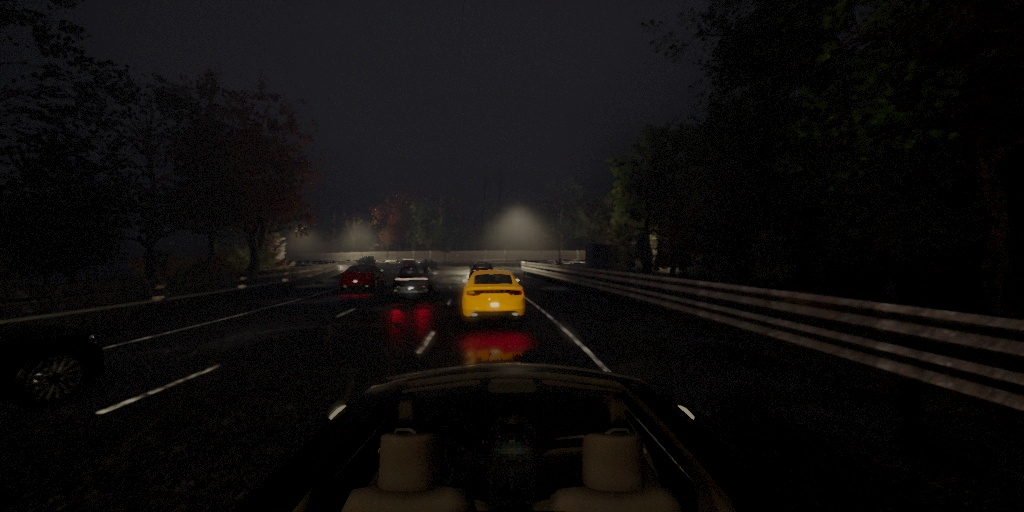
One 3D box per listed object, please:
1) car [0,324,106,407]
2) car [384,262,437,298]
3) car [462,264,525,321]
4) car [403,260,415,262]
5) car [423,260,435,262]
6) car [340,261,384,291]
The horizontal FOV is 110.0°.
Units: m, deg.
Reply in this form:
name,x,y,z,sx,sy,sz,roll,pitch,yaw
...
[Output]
name,x,y,z,sx,sy,sz,roll,pitch,yaw
car,-7.063,1.266,3.369,2.128,1.511,4.902,0,0,-1
car,-4.991,1.261,18.670,2.128,1.511,4.902,0,0,-9
car,-0.714,1.232,12.601,1.882,1.535,5.008,0,0,-5
car,-13.292,1.307,46.033,1.837,1.490,4.892,0,0,-24
car,-12.126,1.290,51.540,2.128,1.511,4.902,0,0,-26
car,-9.260,1.262,22.527,1.882,1.535,5.008,0,0,-11
